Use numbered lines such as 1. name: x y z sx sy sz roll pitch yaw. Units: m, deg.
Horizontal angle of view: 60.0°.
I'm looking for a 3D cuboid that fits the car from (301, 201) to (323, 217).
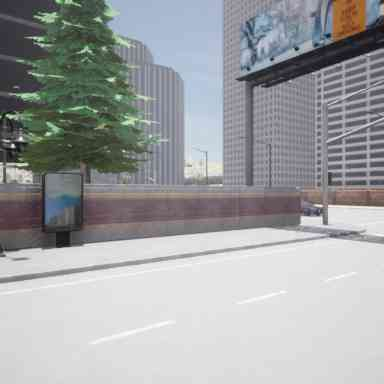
1. car: 10.475 1.564 31.923 1.994 1.385 4.181 0 0 -35
